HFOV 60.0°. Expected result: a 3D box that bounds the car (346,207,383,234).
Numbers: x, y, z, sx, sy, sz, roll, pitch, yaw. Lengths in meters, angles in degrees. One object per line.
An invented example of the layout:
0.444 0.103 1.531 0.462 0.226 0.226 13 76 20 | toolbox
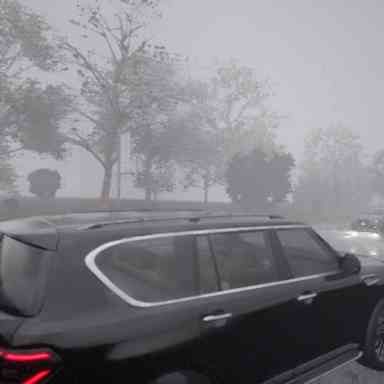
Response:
11.770 1.729 20.843 4.181 1.385 1.994 1 0 -34 | car

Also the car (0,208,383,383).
0.447 1.238 4.067 5.566 2.045 2.150 0 0 -36 | car
